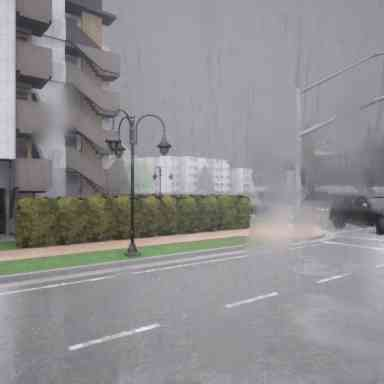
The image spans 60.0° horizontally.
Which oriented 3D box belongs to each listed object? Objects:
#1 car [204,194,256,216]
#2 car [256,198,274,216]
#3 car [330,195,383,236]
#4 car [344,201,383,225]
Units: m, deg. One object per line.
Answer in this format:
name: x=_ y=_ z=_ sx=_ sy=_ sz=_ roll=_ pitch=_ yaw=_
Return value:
car: x=2.860 y=1.223 z=30.951 sx=2.150 sy=2.045 sz=5.566 roll=0 pitch=0 yaw=-37
car: x=5.900 y=1.352 z=32.803 sx=2.097 sy=1.767 sz=4.553 roll=0 pitch=0 yaw=-37
car: x=10.253 y=1.224 z=19.003 sx=2.150 sy=2.045 sz=5.566 roll=1 pitch=-1 yaw=-12
car: x=13.657 y=1.477 z=23.510 sx=5.008 sy=1.535 sz=1.882 roll=0 pitch=0 yaw=45
